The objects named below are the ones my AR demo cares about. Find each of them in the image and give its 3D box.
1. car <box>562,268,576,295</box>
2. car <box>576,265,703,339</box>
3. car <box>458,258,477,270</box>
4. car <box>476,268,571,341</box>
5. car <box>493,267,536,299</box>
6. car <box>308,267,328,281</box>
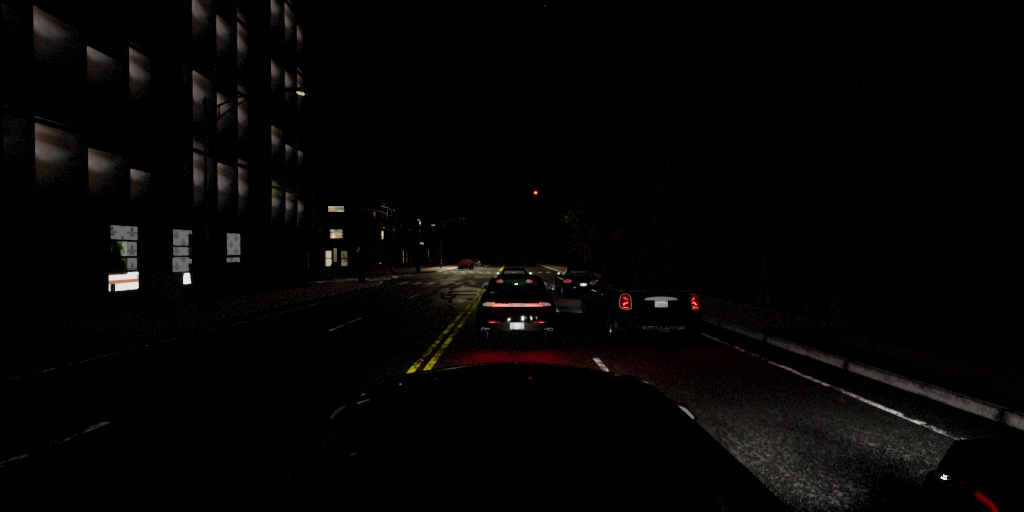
[{"bbox_3d":[3.363,1.311,18.792,1.994,1.385,4.181,0,0,0],"label":"car"},{"bbox_3d":[3.358,1.101,10.184,2.097,1.767,4.553,0,0,0],"label":"car"},{"bbox_3d":[-6.587,1.220,51.479,1.882,1.535,5.008,0,0,0],"label":"car"},{"bbox_3d":[0.108,1.240,9.873,2.128,1.511,4.902,0,0,0],"label":"car"},{"bbox_3d":[0.117,1.311,18.778,1.994,1.385,4.181,0,0,0],"label":"car"},{"bbox_3d":[-19.704,1.521,33.073,5.008,1.535,1.882,-1,1,0],"label":"car"}]
